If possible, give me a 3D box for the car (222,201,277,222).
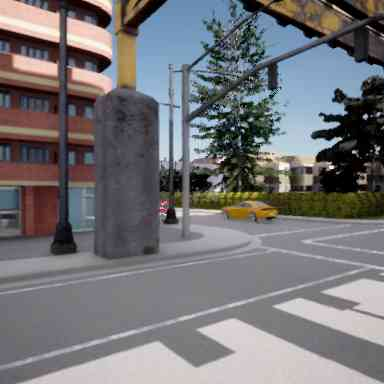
[{"bbox_3d":[4.371,1.438,26.092,1.882,1.535,5.008,0,0,-35],"label":"car"}]

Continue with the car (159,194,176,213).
[{"bbox_3d":[-3.729,1.190,31.104,2.150,2.045,5.566,0,0,-35],"label":"car"}]
